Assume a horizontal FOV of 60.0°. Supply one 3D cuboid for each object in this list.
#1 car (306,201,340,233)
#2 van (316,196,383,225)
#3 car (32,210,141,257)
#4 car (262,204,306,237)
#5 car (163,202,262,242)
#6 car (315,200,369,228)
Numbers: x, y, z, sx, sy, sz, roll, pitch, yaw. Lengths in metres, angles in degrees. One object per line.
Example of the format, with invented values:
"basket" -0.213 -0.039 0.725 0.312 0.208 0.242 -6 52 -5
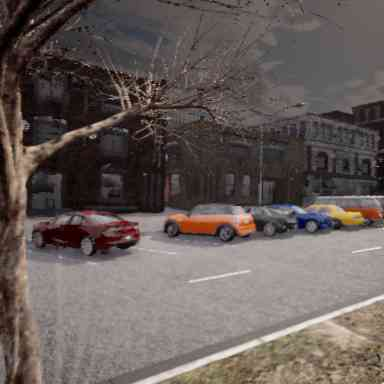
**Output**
"car" 5.746 1.495 19.788 5.008 1.535 2.097 -1 -1 36
"van" 10.877 1.279 23.034 4.442 1.987 1.878 -1 -1 37
"car" -4.246 1.470 12.989 5.008 1.535 2.097 -1 -1 35
"car" 3.248 1.490 18.093 4.892 1.521 2.231 -1 -1 36
"car" 0.751 1.357 16.396 4.553 1.767 2.185 -1 -1 35
"car" 8.112 1.500 21.549 5.366 1.575 1.946 -1 -1 36
